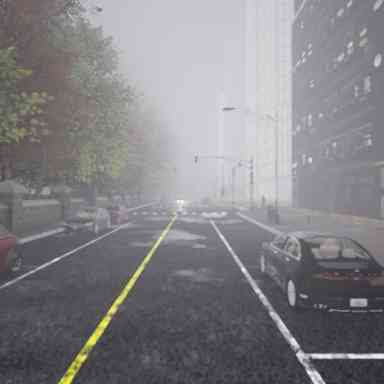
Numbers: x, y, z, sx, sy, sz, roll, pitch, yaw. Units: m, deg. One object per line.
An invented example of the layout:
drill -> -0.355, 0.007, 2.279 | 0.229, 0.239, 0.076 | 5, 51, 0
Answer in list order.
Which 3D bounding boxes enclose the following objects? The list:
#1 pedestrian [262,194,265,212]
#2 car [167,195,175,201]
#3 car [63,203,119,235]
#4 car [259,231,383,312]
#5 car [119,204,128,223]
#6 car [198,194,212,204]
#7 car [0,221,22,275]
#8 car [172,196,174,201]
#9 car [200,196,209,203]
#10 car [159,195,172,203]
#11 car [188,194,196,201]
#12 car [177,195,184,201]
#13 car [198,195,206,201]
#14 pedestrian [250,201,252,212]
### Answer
pedestrian -> 7.138, 1.110, 33.439 | 0.375, 1.860, 0.375 | 0, 0, 0
car -> -5.680, 1.589, 90.076 | 1.752, 1.417, 4.829 | 0, 0, 0
car -> -5.764, 1.552, 18.625 | 2.008, 1.369, 4.403 | 0, 0, 0
car -> 2.693, 1.551, 7.551 | 2.008, 1.369, 4.403 | 0, 0, 0
car -> -5.815, 1.547, 24.165 | 1.887, 1.381, 4.507 | 0, 0, 0
car -> 2.697, 1.594, 62.083 | 1.947, 1.339, 4.313 | 0, 0, 0
car -> -5.687, 1.440, 7.549 | 1.967, 1.590, 4.097 | 0, 0, 0
car -> -5.681, 1.487, 78.981 | 1.967, 1.590, 4.097 | 0, 0, 0
car -> 2.698, 1.606, 73.348 | 1.947, 1.339, 4.313 | 0, 0, 0
car -> -5.683, 1.616, 67.716 | 1.802, 1.307, 4.206 | 0, 0, 0
car -> 0.008, 1.643, 87.732 | 1.895, 1.301, 4.718 | 0, 0, 0
car -> -2.993, 1.582, 86.075 | 2.128, 1.511, 4.902 | 0, 0, 0
car -> 2.700, 1.609, 90.246 | 1.887, 1.381, 4.507 | 0, 0, 0
pedestrian -> 6.138, 1.520, 34.638 | 0.500, 1.100, 0.500 | 0, 0, 0
